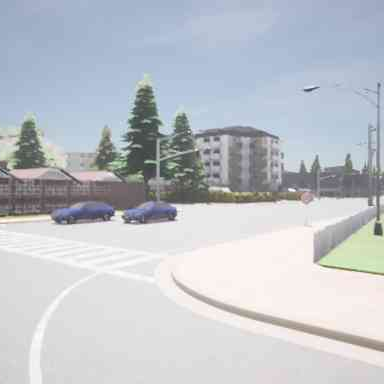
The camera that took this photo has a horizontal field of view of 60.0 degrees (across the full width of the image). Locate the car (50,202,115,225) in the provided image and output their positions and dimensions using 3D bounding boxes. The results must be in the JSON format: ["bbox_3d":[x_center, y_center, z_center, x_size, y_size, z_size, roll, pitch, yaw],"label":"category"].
[{"bbox_3d":[-7.647,1.424,23.703,1.812,1.442,4.674,0,0,38],"label":"car"}]

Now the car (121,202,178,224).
[{"bbox_3d":[-2.952,1.442,24.060,1.812,1.442,4.674,0,0,38],"label":"car"}]
